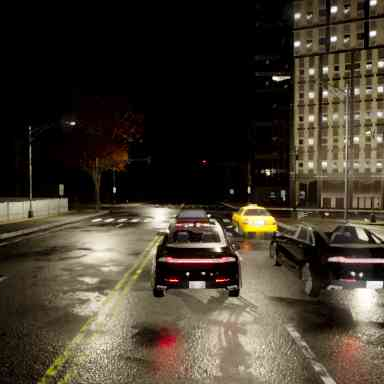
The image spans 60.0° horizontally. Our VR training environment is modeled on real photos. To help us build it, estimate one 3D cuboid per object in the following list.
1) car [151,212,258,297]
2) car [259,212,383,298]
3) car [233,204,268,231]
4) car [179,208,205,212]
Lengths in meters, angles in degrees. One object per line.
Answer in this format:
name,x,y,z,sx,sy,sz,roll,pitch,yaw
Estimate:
car,0.078,1.488,8.526,2.128,1.511,4.902,0,0,0
car,3.351,1.488,8.522,2.128,1.511,4.902,0,0,0
car,3.323,1.453,18.568,1.801,1.575,5.366,0,0,0
car,0.002,1.544,17.549,2.033,1.411,5.357,0,0,0
